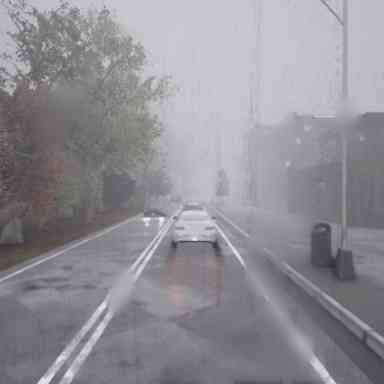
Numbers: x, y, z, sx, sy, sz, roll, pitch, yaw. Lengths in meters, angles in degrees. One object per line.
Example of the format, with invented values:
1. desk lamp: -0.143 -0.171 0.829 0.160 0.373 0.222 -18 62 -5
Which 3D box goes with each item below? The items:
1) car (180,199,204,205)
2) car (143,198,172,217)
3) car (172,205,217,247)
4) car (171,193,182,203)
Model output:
1. car: 0.103 1.516 31.007 1.812 1.442 4.674 0 0 0
2. car: -3.344 1.538 31.208 2.033 1.411 5.357 0 0 0
3. car: 0.102 1.525 14.838 1.812 1.442 4.674 0 0 0
4. car: -3.284 1.244 71.774 2.150 2.045 5.566 0 0 0
